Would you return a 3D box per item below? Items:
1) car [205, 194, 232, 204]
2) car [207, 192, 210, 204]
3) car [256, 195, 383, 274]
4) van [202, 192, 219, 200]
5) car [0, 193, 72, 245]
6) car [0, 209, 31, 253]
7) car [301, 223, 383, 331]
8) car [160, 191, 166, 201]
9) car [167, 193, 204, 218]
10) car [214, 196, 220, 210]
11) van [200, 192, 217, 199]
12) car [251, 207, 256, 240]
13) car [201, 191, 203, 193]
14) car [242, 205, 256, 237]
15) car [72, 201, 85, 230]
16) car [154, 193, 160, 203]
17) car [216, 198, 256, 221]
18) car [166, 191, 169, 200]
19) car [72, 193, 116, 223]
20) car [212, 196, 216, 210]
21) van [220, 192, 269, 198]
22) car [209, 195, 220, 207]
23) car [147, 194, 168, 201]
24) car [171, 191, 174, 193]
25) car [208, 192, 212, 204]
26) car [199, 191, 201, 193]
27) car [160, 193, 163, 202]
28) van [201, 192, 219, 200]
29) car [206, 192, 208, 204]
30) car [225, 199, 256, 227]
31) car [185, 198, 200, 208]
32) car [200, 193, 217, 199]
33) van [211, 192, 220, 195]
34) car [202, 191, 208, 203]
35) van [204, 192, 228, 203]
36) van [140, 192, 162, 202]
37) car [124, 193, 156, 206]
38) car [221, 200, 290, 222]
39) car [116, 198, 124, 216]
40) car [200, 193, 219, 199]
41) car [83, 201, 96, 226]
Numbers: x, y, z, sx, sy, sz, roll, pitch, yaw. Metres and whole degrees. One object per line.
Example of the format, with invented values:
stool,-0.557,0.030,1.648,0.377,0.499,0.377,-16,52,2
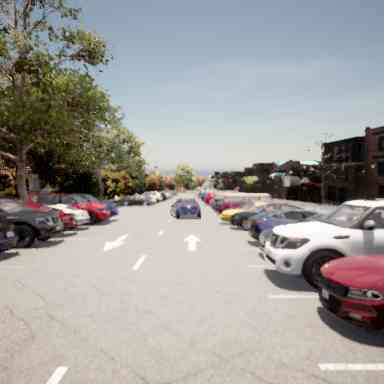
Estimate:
car,4.662,1.193,58.879,4.553,1.767,2.185,0,0,0
car,4.737,1.218,44.863,4.553,1.767,2.185,0,0,0
car,4.709,1.185,8.423,5.566,2.045,2.435,0,0,0
van,4.785,0.983,86.916,4.442,1.987,1.878,0,1,0
car,-8.319,1.160,13.845,5.566,2.045,2.435,0,0,0
car,-8.373,1.453,11.064,4.792,1.488,2.163,0,0,0
car,4.746,1.451,5.620,5.008,1.535,2.097,0,0,0
car,-8.420,1.058,63.966,5.566,2.045,2.435,0,0,0
car,-0.660,1.246,28.990,2.097,1.767,4.553,0,0,-11
car,4.747,1.399,30.847,4.792,1.488,2.163,0,0,0
van,4.547,0.930,92.526,4.442,1.987,1.878,0,1,0
car,4.740,1.424,11.231,4.892,1.521,2.231,0,0,0
car,4.727,1.077,53.272,5.566,2.045,2.435,0,0,0
car,4.762,1.440,14.029,4.792,1.488,2.163,0,0,0
car,-8.344,1.402,16.633,5.008,1.535,2.097,0,0,0
car,-8.196,1.327,52.863,5.366,1.575,1.946,0,0,0
car,4.540,1.382,22.437,5.366,1.575,1.946,0,0,0
car,-8.427,1.043,72.293,5.566,2.045,2.435,0,0,0
car,-8.325,1.135,22.201,5.566,2.045,2.435,0,0,0
car,4.745,1.394,33.650,4.792,1.488,2.163,0,0,0
van,4.837,1.149,28.043,4.442,1.987,1.878,0,0,0
car,4.718,1.359,36.453,5.008,1.535,2.097,0,0,0
car,-8.376,1.289,80.628,4.792,1.488,2.163,0,0,0
car,-8.387,0.913,91.727,5.566,2.045,2.435,0,1,0
car,4.677,1.224,42.059,4.553,1.767,2.185,0,0,0
car,4.711,1.047,70.093,5.566,2.045,2.435,0,0,0
car,-8.360,1.344,61.191,4.792,1.488,2.163,0,0,0
van,4.554,1.005,84.114,4.442,1.987,1.878,0,0,0
car,4.734,1.213,47.666,4.553,1.767,2.185,0,0,0
car,4.733,1.391,19.637,5.008,1.535,2.097,0,0,0
car,0.060,1.463,45.867,1.895,1.301,4.718,0,0,0
car,4.658,1.169,95.331,4.674,1.452,2.002,0,1,0
van,4.827,1.128,39.256,4.442,1.987,1.878,0,0,0
car,4.729,1.082,50.469,5.566,2.045,2.435,0,0,0
van,4.572,1.082,64.486,4.442,1.987,1.878,0,0,0
van,-8.513,1.074,69.516,4.442,1.987,1.878,0,0,0
car,-8.384,1.336,50.086,4.892,1.521,2.231,0,0,0
car,4.694,1.409,25.240,4.792,1.488,2.163,0,0,0
car,-8.328,1.130,24.863,5.566,2.045,2.435,0,0,0
car,4.671,1.183,89.725,5.008,1.535,2.097,0,1,0
car,-8.349,1.433,19.294,4.674,1.452,2.002,0,0,0
